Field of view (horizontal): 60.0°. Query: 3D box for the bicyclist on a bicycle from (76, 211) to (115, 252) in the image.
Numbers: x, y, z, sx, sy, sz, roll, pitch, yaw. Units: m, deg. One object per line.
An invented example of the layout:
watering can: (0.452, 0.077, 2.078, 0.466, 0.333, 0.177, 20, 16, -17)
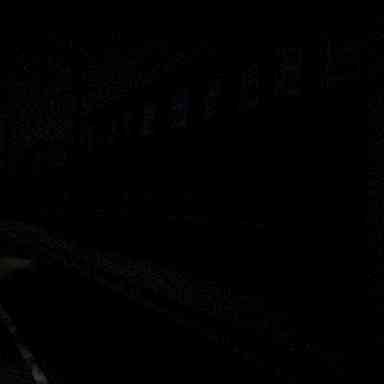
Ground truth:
bicyclist on a bicycle: (-3.878, 1.614, 13.531, 1.656, 1.620, 0.582, 2, -2, -38)
